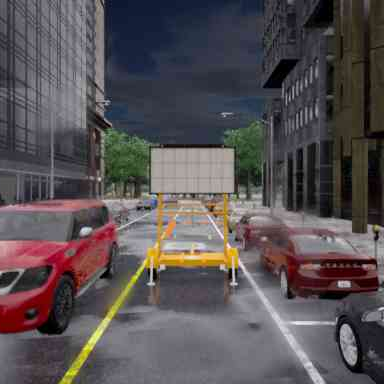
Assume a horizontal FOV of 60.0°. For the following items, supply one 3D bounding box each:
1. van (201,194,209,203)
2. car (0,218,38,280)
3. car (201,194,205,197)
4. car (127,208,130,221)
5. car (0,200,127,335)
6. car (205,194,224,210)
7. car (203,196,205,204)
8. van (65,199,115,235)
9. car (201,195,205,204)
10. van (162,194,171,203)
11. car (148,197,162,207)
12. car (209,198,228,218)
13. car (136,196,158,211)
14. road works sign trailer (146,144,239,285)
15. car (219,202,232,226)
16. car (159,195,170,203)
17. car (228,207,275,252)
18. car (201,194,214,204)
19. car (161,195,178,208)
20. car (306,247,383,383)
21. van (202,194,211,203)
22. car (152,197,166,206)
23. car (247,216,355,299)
[{"bbox_3d":[2.879,1.366,73.538,1.690,1.788,3.998,0,0,0],"label":"van"},{"bbox_3d":[-5.750,1.525,8.131,1.752,1.417,4.829,0,0,0],"label":"car"},{"bbox_3d":[2.853,1.454,57.225,1.967,1.590,4.097,0,0,0],"label":"car"},{"bbox_3d":[-5.724,1.553,24.614,2.008,1.369,4.403,0,0,0],"label":"car"},{"bbox_3d":[-3.088,1.221,7.080,2.150,2.045,5.566,0,0,0],"label":"car"},{"bbox_3d":[2.818,1.319,35.475,2.192,1.841,5.009,0,0,0],"label":"car"},{"bbox_3d":[2.836,1.534,46.520,1.752,1.417,4.829,0,0,0],"label":"car"},{"bbox_3d":[-5.733,1.342,19.176,1.690,1.788,3.998,0,0,0],"label":"van"},{"bbox_3d":[2.844,1.556,51.788,1.887,1.381,4.507,0,0,0],"label":"car"},{"bbox_3d":[-5.647,1.366,73.552,1.690,1.788,3.998,0,0,0],"label":"van"},{"bbox_3d":[-5.681,1.536,51.632,1.752,1.417,4.829,0,0,0],"label":"car"},{"bbox_3d":[2.810,1.528,30.207,1.752,1.417,4.829,0,0,0],"label":"car"},{"bbox_3d":[-5.698,1.572,40.926,1.947,1.339,4.313,0,0,0],"label":"car"},{"bbox_3d":[0.015,0.464,9.434,2.380,3.560,2.880,0,0,0],"label":"road works sign trailer"},{"bbox_3d":[2.793,1.526,19.332,1.752,1.417,4.829,0,0,0],"label":"car"},{"bbox_3d":[-5.655,1.461,68.114,1.967,1.590,4.097,0,0,0],"label":"car"},{"bbox_3d":[2.784,1.545,13.725,1.887,1.381,4.507,0,0,0],"label":"car"},{"bbox_3d":[2.861,1.333,62.663,2.192,1.841,5.009,0,0,0],"label":"car"},{"bbox_3d":[-3.021,1.557,48.785,2.033,1.411,5.357,0,0,0],"label":"car"},{"bbox_3d":[2.767,1.551,2.849,2.008,1.369,4.403,0,0,0],"label":"car"},{"bbox_3d":[2.870,1.362,68.100,1.690,1.788,3.998,0,0,0],"label":"van"},{"bbox_3d":[-5.672,1.580,57.239,1.947,1.339,4.313,0,0,0],"label":"car"},{"bbox_3d":[2.776,1.545,8.287,1.887,1.381,4.507,0,0,0],"label":"car"}]
